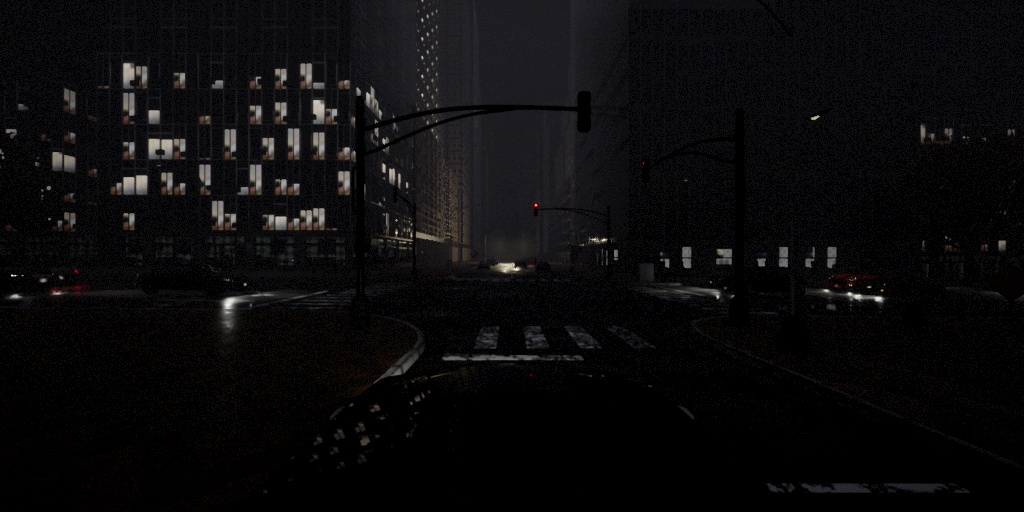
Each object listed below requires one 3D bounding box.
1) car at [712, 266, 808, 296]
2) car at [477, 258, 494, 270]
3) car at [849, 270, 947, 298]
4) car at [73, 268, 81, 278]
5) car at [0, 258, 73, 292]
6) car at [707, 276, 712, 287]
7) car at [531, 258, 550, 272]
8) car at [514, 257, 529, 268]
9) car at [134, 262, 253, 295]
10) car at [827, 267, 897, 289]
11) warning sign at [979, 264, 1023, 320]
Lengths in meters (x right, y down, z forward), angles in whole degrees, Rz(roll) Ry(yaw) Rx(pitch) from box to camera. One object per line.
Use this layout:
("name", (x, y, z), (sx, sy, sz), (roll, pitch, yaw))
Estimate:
("car", (15.141, 1.398, 21.774), (4.553, 1.767, 2.097), (1, 0, -3))
("car", (-4.026, 1.338, 51.708), (1.802, 1.307, 4.207), (0, 0, 0))
("car", (24.017, 1.769, 22.187), (4.181, 1.385, 1.994), (1, 0, -3))
("car", (-27.262, 0.873, 19.813), (4.718, 1.301, 1.895), (1, 0, -3))
("car", (-24.166, 0.821, 16.499), (4.902, 1.511, 2.128), (1, 0, -3))
("car", (16.187, 1.589, 25.076), (4.674, 1.442, 1.812), (1, 0, -3))
("car", (3.927, 1.325, 46.215), (1.948, 1.339, 4.313), (0, 0, 0))
("car", (1.354, 1.228, 59.600), (1.882, 1.535, 5.008), (0, 0, 0))
("car", (-14.950, 1.025, 16.927), (4.674, 1.442, 1.812), (1, 0, -1))
("car", (25.229, 1.577, 25.494), (4.553, 1.767, 2.097), (1, 0, -3))
("warning sign", (17.275, 1.203, 12.413), (1.060, 1.860, 1.300), (0, 0, -3))
